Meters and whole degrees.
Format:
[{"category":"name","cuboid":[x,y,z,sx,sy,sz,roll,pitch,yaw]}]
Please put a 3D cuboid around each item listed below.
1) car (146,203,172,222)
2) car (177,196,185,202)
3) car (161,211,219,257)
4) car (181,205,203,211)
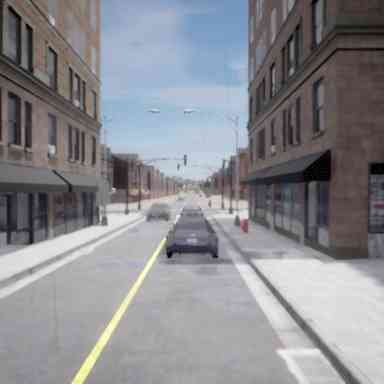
[{"category":"car","cuboid":[-2.761,1.698,28.544,1.837,1.490,4.892,0,-1,0]},{"category":"car","cuboid":[-2.729,1.746,84.280,1.895,1.301,4.718,0,0,0]},{"category":"car","cuboid":[0.020,1.677,13.535,1.994,1.385,4.181,0,0,1]},{"category":"car","cuboid":[0.020,1.790,28.228,1.895,1.301,4.718,0,0,0]}]
